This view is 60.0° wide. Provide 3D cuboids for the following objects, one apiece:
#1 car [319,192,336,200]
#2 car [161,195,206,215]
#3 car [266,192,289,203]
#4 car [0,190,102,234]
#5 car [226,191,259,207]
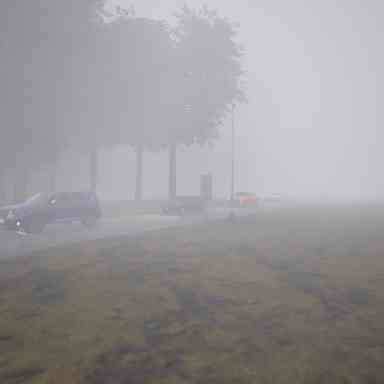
[{"bbox_3d":[22.585,0.665,55.252,1.895,1.301,4.718,1,1,35],"label":"car"},{"bbox_3d":[-0.559,1.030,27.841,1.837,1.490,4.892,1,1,35],"label":"car"},{"bbox_3d":[11.671,0.728,44.917,1.812,1.442,4.674,1,1,36],"label":"car"},{"bbox_3d":[-7.423,0.962,17.932,2.150,2.045,5.566,1,2,33],"label":"car"},{"bbox_3d":[5.611,0.702,36.484,2.097,1.767,4.553,1,2,35],"label":"car"}]
